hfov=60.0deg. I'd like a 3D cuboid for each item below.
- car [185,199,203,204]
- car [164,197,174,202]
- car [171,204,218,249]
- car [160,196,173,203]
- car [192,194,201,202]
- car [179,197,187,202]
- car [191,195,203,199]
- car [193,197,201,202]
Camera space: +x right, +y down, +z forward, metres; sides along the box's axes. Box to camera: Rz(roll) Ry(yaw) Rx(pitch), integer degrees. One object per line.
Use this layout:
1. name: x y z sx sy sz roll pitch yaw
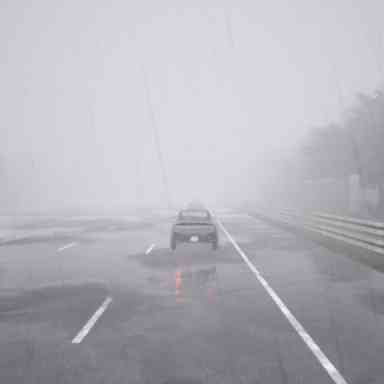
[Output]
1. car: 0.429 1.690 36.352 1.895 1.301 4.718 0 0 1
2. car: -5.830 1.863 83.994 1.895 1.301 4.718 0 0 2
3. car: 0.115 1.506 14.548 2.128 1.511 4.902 0 0 1
4. car: -6.002 1.629 75.184 2.097 1.767 4.553 0 0 1
5. car: 1.168 1.501 83.822 2.150 2.045 5.566 0 0 2
6. car: -2.331 1.862 83.932 2.033 1.411 5.357 0 0 2
7. car: 0.762 1.749 59.013 2.033 1.411 5.357 0 0 1
8. car: 1.266 1.937 86.938 1.895 1.301 4.718 0 0 2
